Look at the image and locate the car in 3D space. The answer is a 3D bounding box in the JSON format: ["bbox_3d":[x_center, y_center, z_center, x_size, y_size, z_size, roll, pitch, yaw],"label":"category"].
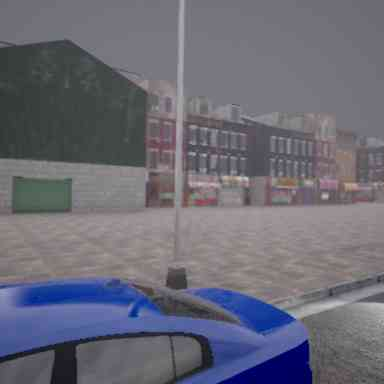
[{"bbox_3d":[-1.319,1.454,2.180,5.008,1.535,1.882,1,0,-34],"label":"car"}]
